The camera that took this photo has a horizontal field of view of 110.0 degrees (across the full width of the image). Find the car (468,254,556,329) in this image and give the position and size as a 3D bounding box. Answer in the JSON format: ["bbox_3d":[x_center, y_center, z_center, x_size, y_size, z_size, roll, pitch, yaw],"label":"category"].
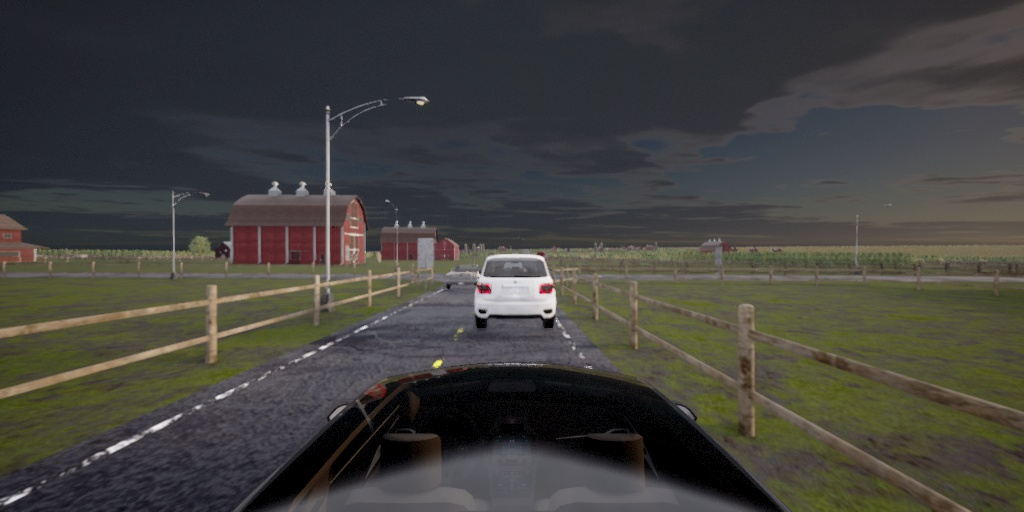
[{"bbox_3d":[0.094,0.975,11.417,2.150,2.045,5.566,0,0,0],"label":"car"}]

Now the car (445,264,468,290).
[{"bbox_3d":[-2.759,1.160,21.564,1.895,1.301,4.718,0,0,0],"label":"car"}]
